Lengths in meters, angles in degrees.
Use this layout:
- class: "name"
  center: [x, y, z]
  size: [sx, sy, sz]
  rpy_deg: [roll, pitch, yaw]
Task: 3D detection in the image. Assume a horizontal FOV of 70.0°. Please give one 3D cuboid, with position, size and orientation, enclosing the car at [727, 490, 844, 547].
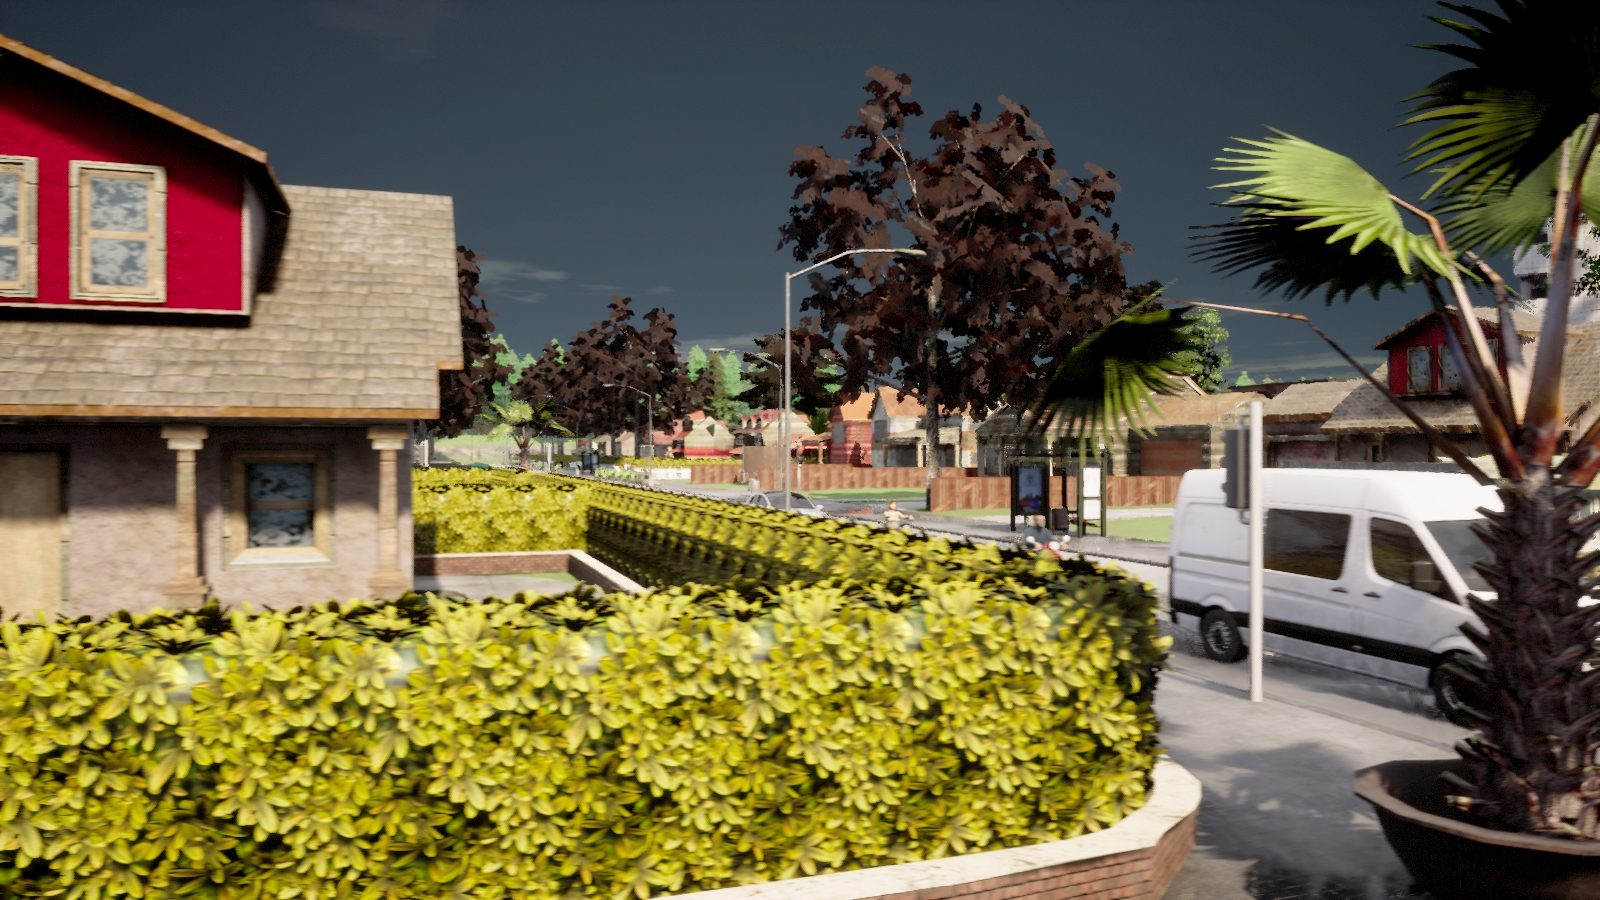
- class: "car"
  center: [-0.543, 2.074, 35.659]
  size: [2.231, 1.480, 4.892]
  rpy_deg: [0, 0, -19]

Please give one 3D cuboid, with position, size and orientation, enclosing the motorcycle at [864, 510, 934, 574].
- class: "motorcycle"
  center: [2.336, 2.165, 27.292]
  size: [0.764, 1.307, 2.356]
  rpy_deg: [0, 0, -19]

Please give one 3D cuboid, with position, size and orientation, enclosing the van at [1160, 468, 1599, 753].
- class: "van"
  center: [7.012, 1.538, 13.740]
  size: [1.988, 2.561, 5.915]
  rpy_deg: [0, 0, -19]
